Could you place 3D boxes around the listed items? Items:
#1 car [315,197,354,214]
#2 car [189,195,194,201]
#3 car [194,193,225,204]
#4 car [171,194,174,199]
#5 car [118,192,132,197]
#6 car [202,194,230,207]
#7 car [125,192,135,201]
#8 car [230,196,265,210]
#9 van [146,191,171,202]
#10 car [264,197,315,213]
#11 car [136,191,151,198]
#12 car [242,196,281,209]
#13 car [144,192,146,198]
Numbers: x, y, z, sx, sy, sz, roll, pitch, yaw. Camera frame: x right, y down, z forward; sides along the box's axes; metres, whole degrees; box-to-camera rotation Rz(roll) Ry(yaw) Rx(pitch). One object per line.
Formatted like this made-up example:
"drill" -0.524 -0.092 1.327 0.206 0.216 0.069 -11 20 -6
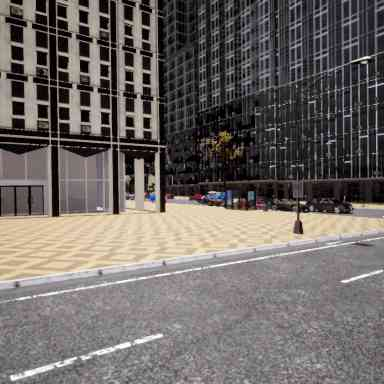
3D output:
"car" 14.002 1.345 34.059 1.837 1.490 4.892 -1 1 -35
"car" 1.004 1.043 63.100 1.802 1.307 4.206 0 1 -35
"car" 2.813 1.262 50.289 1.895 1.301 4.718 -1 1 -35
"car" -5.452 0.936 72.456 1.802 1.307 4.206 0 1 -35
"car" -18.365 0.688 91.167 2.008 1.369 4.403 0 1 -35
"car" 3.746 1.319 44.280 1.947 1.339 4.313 0 1 -35
"car" -12.350 1.039 67.697 2.008 1.369 4.403 0 1 -35
"car" 6.926 1.388 39.569 1.802 1.307 4.206 0 1 -35
"van" -5.893 0.937 58.339 1.690 1.788 3.998 0 1 -35
"car" 10.140 1.424 34.879 1.947 1.339 4.313 -1 1 -35
"car" -11.909 0.686 81.810 1.967 1.590 4.097 0 1 -35
"car" 8.652 1.260 41.812 1.837 1.490 4.892 -1 1 -34
"car" -8.681 0.615 77.131 2.192 1.841 5.009 0 1 -35
